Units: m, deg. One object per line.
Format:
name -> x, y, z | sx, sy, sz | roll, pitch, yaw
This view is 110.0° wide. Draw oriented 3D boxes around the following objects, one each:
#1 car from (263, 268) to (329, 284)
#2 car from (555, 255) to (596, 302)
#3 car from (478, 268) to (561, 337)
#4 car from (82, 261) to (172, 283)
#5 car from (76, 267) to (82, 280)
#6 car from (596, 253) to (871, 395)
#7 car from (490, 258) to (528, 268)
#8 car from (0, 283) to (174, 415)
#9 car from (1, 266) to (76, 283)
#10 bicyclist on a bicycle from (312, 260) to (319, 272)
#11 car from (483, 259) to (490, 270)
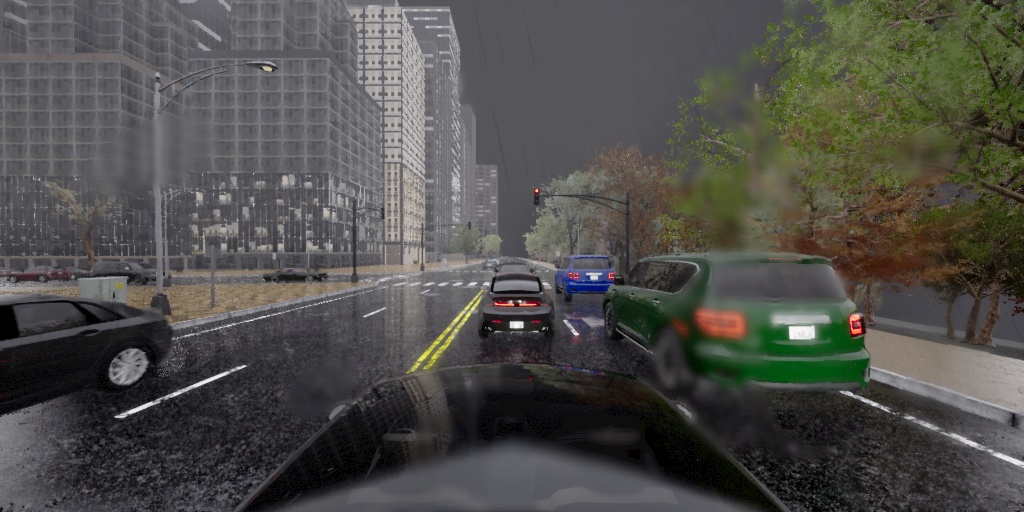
car -> -18.349, 1.653, 30.643 | 4.718, 1.301, 1.895 | -1, 0, 1
car -> 3.348, 0.969, 17.128 | 2.150, 2.045, 5.566 | 0, 0, 1
car -> 0.111, 1.253, 10.238 | 1.837, 1.490, 4.892 | 0, 0, 0
car -> -32.619, 1.491, 30.732 | 5.566, 2.045, 2.150 | 0, 1, 0
car -> -50.146, 1.971, 40.747 | 4.892, 1.490, 1.837 | -1, 0, 1
car -> 3.344, 0.971, 6.770 | 2.150, 2.045, 5.566 | 0, 0, 1
car -> 0.116, 1.099, 19.297 | 2.097, 1.767, 4.553 | 0, 0, 0
car -> -6.588, 1.256, 3.936 | 1.837, 1.490, 4.892 | 0, 0, 0
car -> -49.395, 1.835, 37.505 | 4.553, 1.767, 2.097 | -1, 0, 1
bicyclist on a bicycle -> -24.557, 1.328, 44.776 | 0.582, 1.620, 1.656 | -1, 1, 0
car -> -3.228, 1.233, 53.629 | 2.128, 1.511, 4.902 | 0, 0, 0
